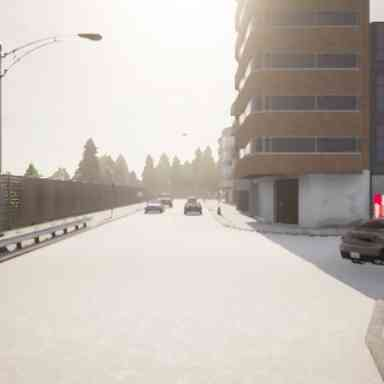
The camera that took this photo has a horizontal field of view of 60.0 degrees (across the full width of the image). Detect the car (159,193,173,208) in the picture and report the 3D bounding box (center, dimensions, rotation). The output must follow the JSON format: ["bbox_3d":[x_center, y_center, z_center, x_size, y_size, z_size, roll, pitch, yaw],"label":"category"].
[{"bbox_3d":[-4.025,1.226,49.527,2.150,2.045,5.566,0,0,0],"label":"car"}]

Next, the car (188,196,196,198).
[{"bbox_3d":[0.040,1.516,60.369,1.837,1.490,4.892,0,1,0],"label":"car"}]

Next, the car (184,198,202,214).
[{"bbox_3d":[0.113,1.606,36.141,1.895,1.301,4.718,0,0,0],"label":"car"}]

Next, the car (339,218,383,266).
[{"bbox_3d":[6.796,1.507,10.101,4.892,1.490,1.837,0,-3,-21],"label":"car"}]

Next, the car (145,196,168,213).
[{"bbox_3d":[-4.063,1.531,36.951,1.812,1.442,4.674,0,0,0],"label":"car"}]
